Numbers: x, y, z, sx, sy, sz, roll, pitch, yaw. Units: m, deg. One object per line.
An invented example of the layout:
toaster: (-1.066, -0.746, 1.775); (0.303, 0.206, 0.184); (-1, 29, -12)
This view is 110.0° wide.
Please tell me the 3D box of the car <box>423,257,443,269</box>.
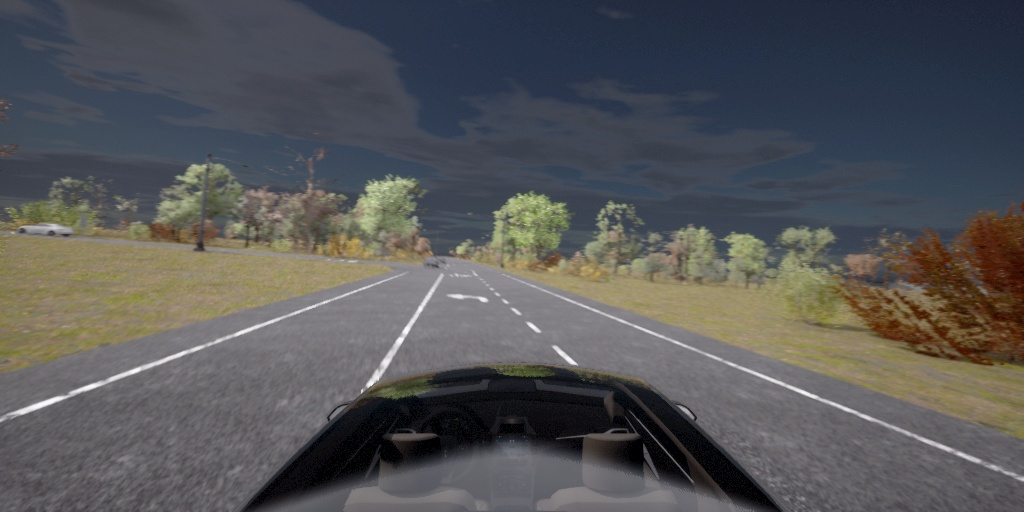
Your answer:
car: (-10.331, 0.853, 46.228); (1.837, 1.490, 4.892); (4, -1, -9)
